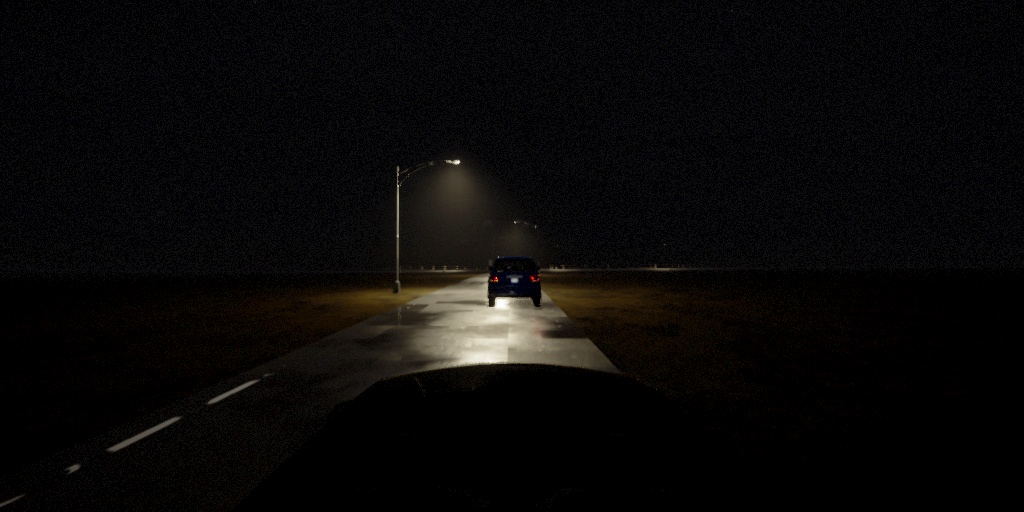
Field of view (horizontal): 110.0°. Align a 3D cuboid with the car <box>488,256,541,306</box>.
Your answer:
[{"bbox_3d":[0.098,1.050,16.289,2.150,2.045,5.566,0,-1,0],"label":"car"}]
